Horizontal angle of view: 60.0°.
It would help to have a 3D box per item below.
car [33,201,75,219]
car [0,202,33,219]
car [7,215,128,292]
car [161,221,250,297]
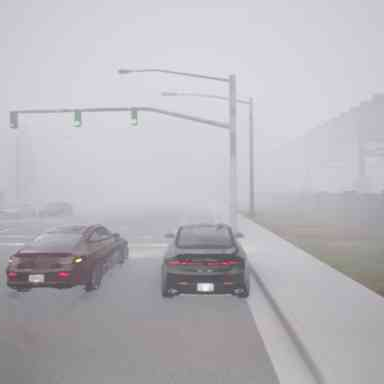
[{"bbox_3d":[-12.886,1.678,31.907,1.837,1.490,4.892,-1,0,2],"label":"car"},{"bbox_3d":[-16.411,1.731,31.308,1.812,1.442,4.674,-1,0,2],"label":"car"},{"bbox_3d":[-3.056,1.572,8.994,1.812,1.442,4.674,-1,0,2],"label":"car"},{"bbox_3d":[0.327,1.518,8.581,1.837,1.490,4.892,-1,0,2],"label":"car"}]
